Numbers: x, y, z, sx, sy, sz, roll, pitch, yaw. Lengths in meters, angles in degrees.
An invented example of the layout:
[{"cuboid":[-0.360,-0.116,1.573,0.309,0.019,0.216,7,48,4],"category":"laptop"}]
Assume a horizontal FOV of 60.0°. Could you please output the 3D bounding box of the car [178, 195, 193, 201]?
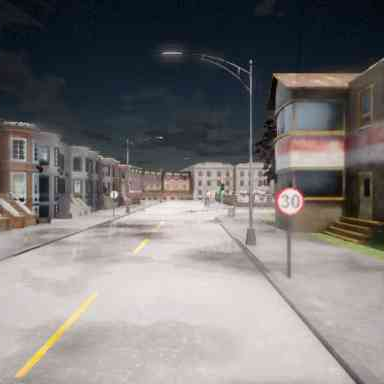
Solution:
[{"cuboid":[-1.653,1.573,85.999,2.097,1.767,4.553,0,0,36],"category":"car"}]
